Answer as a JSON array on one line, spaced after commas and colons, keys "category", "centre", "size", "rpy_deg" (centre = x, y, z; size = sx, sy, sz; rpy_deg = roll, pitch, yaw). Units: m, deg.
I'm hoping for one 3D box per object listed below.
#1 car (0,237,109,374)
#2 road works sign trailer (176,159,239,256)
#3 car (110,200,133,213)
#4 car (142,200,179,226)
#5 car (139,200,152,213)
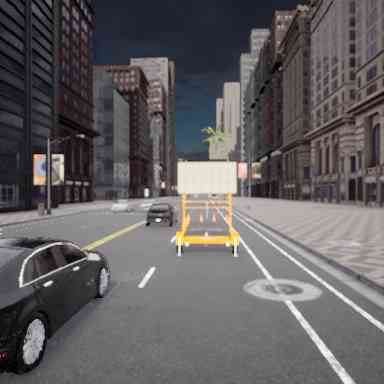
[{"category": "car", "centre": [-2.850, 1.527, 5.647], "size": [1.837, 1.490, 4.892], "rpy_deg": [0, 0, 2]}, {"category": "road works sign trailer", "centre": [0.603, 0.507, 13.248], "size": [2.380, 3.560, 2.880], "rpy_deg": [0, 0, 2]}, {"category": "car", "centre": [-8.203, 1.673, 39.288], "size": [1.812, 1.442, 4.674], "rpy_deg": [0, 0, 2]}, {"category": "car", "centre": [-2.112, 1.588, 24.134], "size": [1.837, 1.490, 4.892], "rpy_deg": [0, 0, 2]}, {"category": "car", "centre": [-4.961, 1.668, 39.173], "size": [1.812, 1.442, 4.674], "rpy_deg": [0, 0, 2]}]
